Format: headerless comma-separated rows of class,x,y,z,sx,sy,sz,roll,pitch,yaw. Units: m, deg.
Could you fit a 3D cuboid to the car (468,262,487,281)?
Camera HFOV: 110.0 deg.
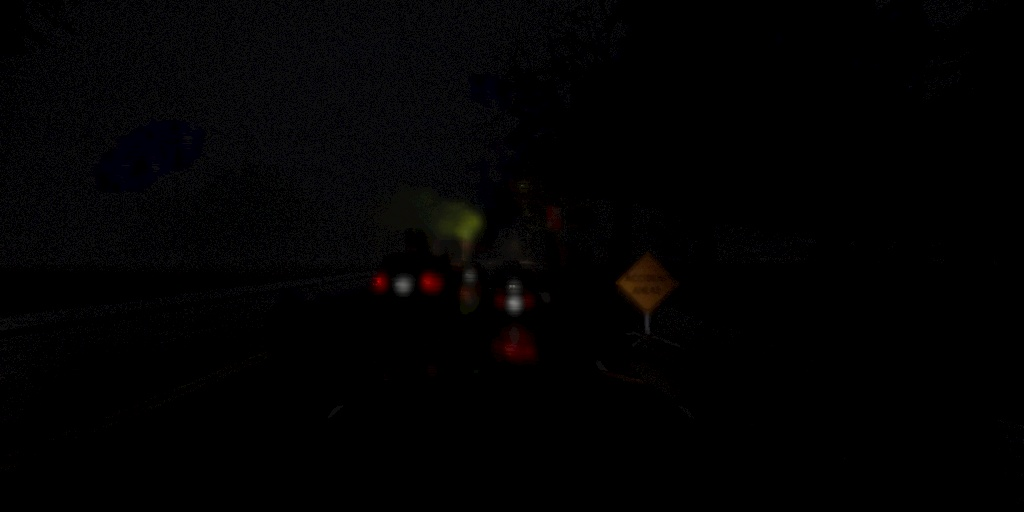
car,-3.155,1.223,29.338,1.837,1.490,4.892,0,0,0

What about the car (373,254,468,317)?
car,-3.162,0.955,13.139,2.150,2.045,5.566,0,0,0

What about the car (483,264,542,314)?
car,0.088,1.240,13.728,1.837,1.490,4.892,0,0,0

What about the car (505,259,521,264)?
car,0.095,1.222,29.500,1.837,1.490,4.892,0,0,0

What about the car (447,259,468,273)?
car,-6.579,1.181,43.718,1.882,1.535,5.008,0,0,0

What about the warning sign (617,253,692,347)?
warning sign,2.851,0.857,7.535,1.300,1.860,1.060,0,0,0
